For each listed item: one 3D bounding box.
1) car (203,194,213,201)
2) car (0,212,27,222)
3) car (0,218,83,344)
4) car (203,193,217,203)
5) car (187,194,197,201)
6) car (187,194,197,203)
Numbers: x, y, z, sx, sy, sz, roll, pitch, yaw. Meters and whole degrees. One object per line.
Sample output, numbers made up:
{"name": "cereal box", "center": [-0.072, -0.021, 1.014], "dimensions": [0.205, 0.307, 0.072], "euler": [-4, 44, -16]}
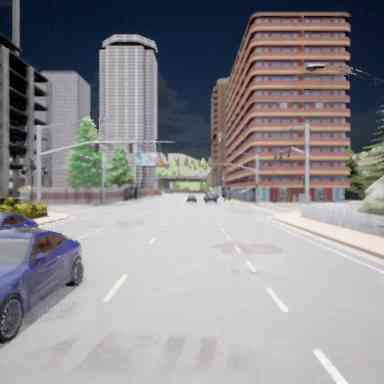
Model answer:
{"name": "car", "center": [3.454, 1.134, 71.012], "dimensions": [1.994, 1.385, 4.181], "euler": [0, 0, 0]}
{"name": "car", "center": [-7.031, 1.466, 11.647], "dimensions": [1.812, 1.442, 4.674], "euler": [0, 0, 1]}
{"name": "car", "center": [-3.569, 1.492, 6.498], "dimensions": [1.812, 1.442, 4.674], "euler": [0, 0, 0]}
{"name": "car", "center": [3.461, 1.041, 60.947], "dimensions": [2.097, 1.767, 4.553], "euler": [0, 0, 0]}
{"name": "car", "center": [-0.046, 1.121, 71.009], "dimensions": [2.033, 1.411, 5.357], "euler": [0, 0, 0]}
{"name": "car", "center": [-0.040, 1.289, 61.040], "dimensions": [1.895, 1.301, 4.718], "euler": [0, 0, 0]}
